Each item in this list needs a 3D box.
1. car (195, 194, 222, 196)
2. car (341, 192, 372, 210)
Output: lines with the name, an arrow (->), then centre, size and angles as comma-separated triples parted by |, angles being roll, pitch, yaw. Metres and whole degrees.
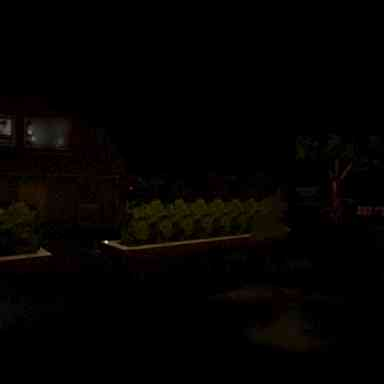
car -> 1.935, 1.220, 30.269 | 2.150, 2.045, 5.566 | 0, 0, -35
car -> 17.557, 0.983, 36.305 | 3.866, 1.878, 1.905 | 0, 0, 0
